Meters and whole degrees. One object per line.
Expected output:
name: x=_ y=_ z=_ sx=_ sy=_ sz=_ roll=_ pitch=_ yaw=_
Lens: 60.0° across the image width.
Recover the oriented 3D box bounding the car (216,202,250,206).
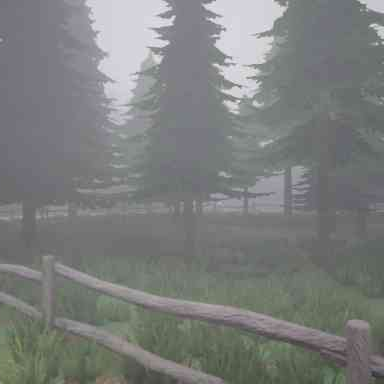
car: x=4.000 y=1.548 z=34.446 sx=4.674 sy=1.442 sz=1.812 roll=0 pitch=0 yaw=-9
